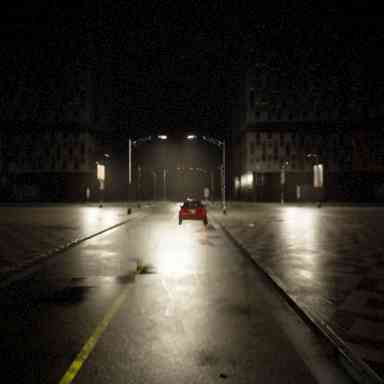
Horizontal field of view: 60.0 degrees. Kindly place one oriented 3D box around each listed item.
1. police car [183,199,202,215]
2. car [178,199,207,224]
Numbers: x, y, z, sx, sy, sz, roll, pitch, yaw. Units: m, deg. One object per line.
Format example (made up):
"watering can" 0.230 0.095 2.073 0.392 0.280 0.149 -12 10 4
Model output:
"police car" 0.035 1.623 37.761 2.038 1.542 4.974 0 0 0
"car" 0.060 1.432 25.762 2.097 1.767 4.553 0 0 0
